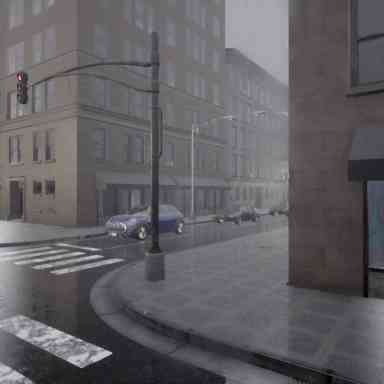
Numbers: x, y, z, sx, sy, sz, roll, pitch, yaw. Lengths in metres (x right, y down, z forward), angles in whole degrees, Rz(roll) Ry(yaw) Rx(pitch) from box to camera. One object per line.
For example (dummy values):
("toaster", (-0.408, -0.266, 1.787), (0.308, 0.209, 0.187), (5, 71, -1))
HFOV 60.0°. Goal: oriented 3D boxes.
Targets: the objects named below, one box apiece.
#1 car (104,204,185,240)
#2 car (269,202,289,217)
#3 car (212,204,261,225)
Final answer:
("car", (-2.384, 1.432, 17.574), (2.097, 1.767, 4.553), (0, 0, 35))
("car", (9.842, 1.743, 34.757), (2.033, 1.411, 5.357), (0, 0, 36))
("car", (3.653, 1.686, 26.075), (2.033, 1.411, 5.357), (0, 0, 35))
